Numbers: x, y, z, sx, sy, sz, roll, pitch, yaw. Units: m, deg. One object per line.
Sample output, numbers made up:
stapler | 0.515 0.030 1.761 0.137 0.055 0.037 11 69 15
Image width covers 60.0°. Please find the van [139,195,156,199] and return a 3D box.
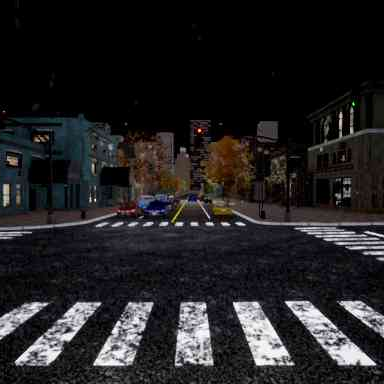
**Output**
van | -5.669 1.333 41.460 1.690 1.788 3.998 0 0 0

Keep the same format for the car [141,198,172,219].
car | -3.099 1.521 29.621 1.812 1.442 4.674 0 0 0

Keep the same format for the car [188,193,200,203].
car | 0.110 1.463 70.795 1.882 1.535 5.008 0 0 0

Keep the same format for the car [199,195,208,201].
car | 2.737 1.528 80.279 1.887 1.381 4.507 -1 0 0

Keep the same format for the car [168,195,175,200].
car | -5.638 1.562 91.377 1.802 1.307 4.206 0 0 0

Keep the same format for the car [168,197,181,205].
car | -3.028 1.589 58.054 1.895 1.301 4.718 0 0 0

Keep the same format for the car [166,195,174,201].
car | -5.641 1.526 85.831 1.887 1.381 4.507 0 0 0

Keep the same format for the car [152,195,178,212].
car | -3.075 1.484 38.820 2.128 1.511 4.902 0 0 0

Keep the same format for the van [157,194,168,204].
van | -5.656 1.328 63.645 1.690 1.788 3.998 0 0 0

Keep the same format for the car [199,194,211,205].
car | 2.723 1.539 58.094 2.008 1.369 4.403 -1 0 0

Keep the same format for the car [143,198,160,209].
car | -5.665 1.536 47.007 1.887 1.381 4.507 0 0 0

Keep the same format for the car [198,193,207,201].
car | 2.737 1.297 85.826 2.192 1.841 5.009 -1 0 0

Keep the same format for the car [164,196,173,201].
car | -5.645 1.549 80.284 1.947 1.339 4.313 0 0 0

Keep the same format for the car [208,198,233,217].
car | 2.706 1.520 30.533 1.752 1.417 4.829 -1 0 0

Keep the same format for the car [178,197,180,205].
car | -3.063 1.555 47.944 1.994 1.385 4.181 0 0 0

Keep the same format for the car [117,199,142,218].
car | -5.674 1.577 30.367 1.802 1.307 4.206 0 0 0

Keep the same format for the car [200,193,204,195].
car | 2.733 1.551 74.733 1.947 1.339 4.313 -1 0 0
